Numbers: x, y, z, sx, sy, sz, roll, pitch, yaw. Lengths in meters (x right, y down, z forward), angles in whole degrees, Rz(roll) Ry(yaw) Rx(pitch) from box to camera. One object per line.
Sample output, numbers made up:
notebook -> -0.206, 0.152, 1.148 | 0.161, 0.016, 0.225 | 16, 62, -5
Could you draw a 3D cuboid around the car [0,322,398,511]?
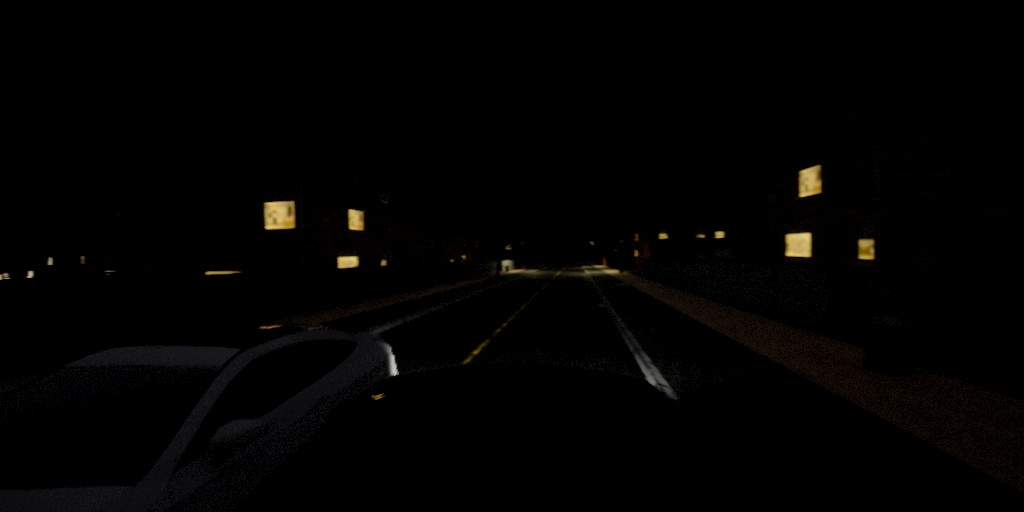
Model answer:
car -> -2.350, 1.327, 2.571 | 1.812, 1.442, 4.674 | -1, 0, 4
